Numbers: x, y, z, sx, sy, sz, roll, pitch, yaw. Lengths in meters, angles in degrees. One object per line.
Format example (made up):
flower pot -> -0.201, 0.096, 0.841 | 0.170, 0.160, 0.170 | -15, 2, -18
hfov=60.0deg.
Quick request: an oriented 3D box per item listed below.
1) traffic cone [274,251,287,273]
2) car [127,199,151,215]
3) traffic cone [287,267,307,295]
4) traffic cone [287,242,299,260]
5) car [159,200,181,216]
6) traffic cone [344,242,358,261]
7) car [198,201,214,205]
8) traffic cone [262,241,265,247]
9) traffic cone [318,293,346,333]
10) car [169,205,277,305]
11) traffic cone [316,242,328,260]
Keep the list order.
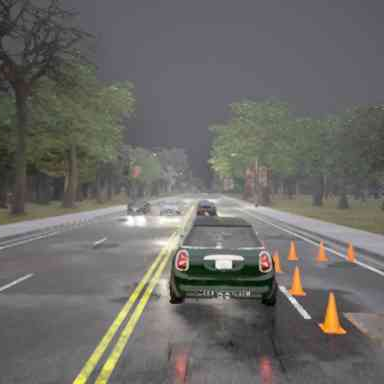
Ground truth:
traffic cone -> 2.436, 2.005, 9.564 | 0.340, 0.580, 0.340 | 1, 0, 1
car -> -5.328, 1.495, 33.935 | 2.128, 1.511, 4.902 | 1, 0, 2
traffic cone -> 2.386, 2.000, 7.565 | 0.340, 0.580, 0.340 | 1, 0, 1
traffic cone -> 3.485, 2.020, 11.540 | 0.340, 0.580, 0.340 | 1, 0, 1
car -> -2.095, 1.562, 33.390 | 1.812, 1.442, 4.674 | 1, 0, 2
traffic cone -> 5.484, 2.040, 11.490 | 0.340, 0.580, 0.340 | 1, 0, 1
car -> 1.254, 1.572, 30.155 | 1.837, 1.490, 4.892 | 1, 0, 2
traffic cone -> 2.485, 2.009, 11.564 | 0.340, 0.580, 0.340 | 1, 0, 1
traffic cone -> 2.337, 1.995, 5.566 | 0.340, 0.580, 0.340 | 1, 0, 1
car -> 0.650, 1.379, 8.358 | 2.097, 1.767, 4.553 | 1, 0, 1
traffic cone -> 4.484, 2.030, 11.515 | 0.340, 0.580, 0.340 | 1, 0, 1
